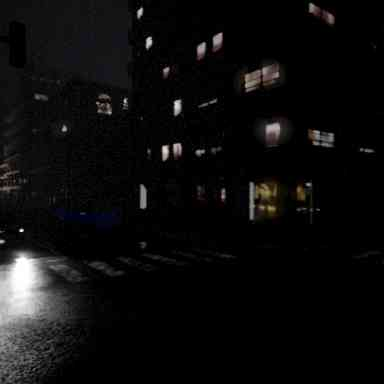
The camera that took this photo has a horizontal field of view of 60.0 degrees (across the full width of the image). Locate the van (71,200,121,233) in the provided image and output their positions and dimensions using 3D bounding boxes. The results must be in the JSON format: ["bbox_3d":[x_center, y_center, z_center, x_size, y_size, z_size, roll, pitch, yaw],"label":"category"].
[{"bbox_3d":[-5.936,1.480,20.864,1.690,1.788,3.998,-1,0,-36],"label":"van"}]

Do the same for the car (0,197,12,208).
[{"bbox_3d":[-32.039,1.951,56.667,1.967,1.590,4.097,-1,0,-36],"label":"car"}]

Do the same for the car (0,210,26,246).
[{"bbox_3d":[-8.971,1.710,15.224,1.895,1.301,4.718,0,-1,-36],"label":"car"}]

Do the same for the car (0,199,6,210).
[{"bbox_3d":[-14.247,1.534,22.462,2.097,1.767,4.553,0,-1,-36],"label":"car"}]

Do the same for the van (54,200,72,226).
[{"bbox_3d":[-9.199,1.525,25.340,1.690,1.788,3.998,-1,0,-36],"label":"van"}]

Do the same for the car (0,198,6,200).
[{"bbox_3d":[-27.543,1.976,46.133,1.994,1.385,4.181,0,-1,-36],"label":"car"}]

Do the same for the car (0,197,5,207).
[{"bbox_3d":[-38.567,1.923,65.616,2.192,1.841,5.009,-1,0,-36],"label":"car"}]
